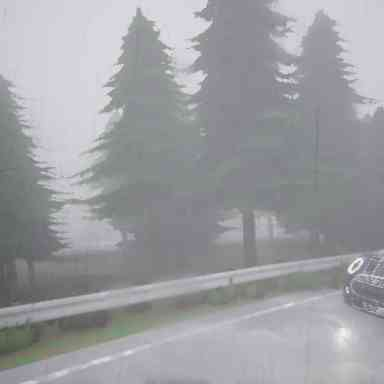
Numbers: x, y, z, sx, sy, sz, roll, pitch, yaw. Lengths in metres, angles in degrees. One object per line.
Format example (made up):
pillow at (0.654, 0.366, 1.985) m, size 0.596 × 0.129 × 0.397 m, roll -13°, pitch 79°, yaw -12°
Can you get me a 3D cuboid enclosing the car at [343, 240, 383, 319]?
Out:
car at (5.145, 1.418, 6.629) m, size 4.553 × 1.767 × 2.097 m, roll 0°, pitch 0°, yaw -30°
